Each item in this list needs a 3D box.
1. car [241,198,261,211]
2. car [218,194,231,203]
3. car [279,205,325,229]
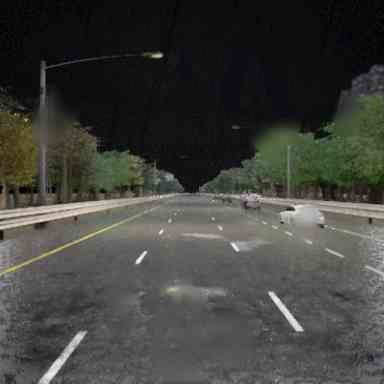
[{"bbox_3d":[7.089,1.507,40.432,2.128,1.511,4.902,0,0,0],"label":"car"},{"bbox_3d":[7.207,1.524,70.564,1.837,1.490,4.892,0,0,0],"label":"car"},{"bbox_3d":[7.027,1.542,21.575,1.812,1.442,4.674,0,0,0],"label":"car"}]
